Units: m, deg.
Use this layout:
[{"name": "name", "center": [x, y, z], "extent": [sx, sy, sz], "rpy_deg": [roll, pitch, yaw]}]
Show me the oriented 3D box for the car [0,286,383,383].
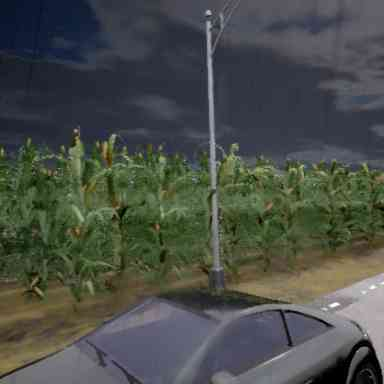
[{"name": "car", "center": [0.003, 1.713, 3.121], "extent": [4.181, 1.385, 1.994], "rpy_deg": [0, -3, -39]}]
